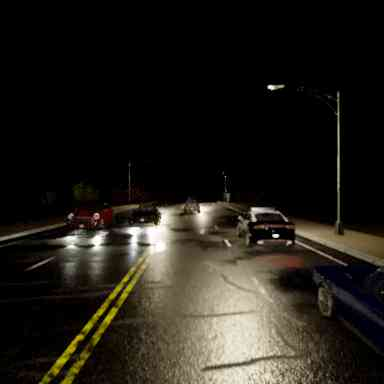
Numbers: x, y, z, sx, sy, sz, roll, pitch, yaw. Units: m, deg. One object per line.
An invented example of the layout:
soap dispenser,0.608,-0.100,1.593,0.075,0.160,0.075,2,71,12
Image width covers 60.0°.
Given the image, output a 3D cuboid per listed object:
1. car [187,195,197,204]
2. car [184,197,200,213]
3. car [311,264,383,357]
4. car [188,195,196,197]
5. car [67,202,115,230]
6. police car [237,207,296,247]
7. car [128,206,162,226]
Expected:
car,0.037,1.610,73.694,2.150,2.045,5.566,0,0,1
car,0.012,1.742,40.654,1.812,1.442,4.674,0,0,0
car,3.253,1.625,4.426,1.895,1.301,4.718,0,0,0
car,0.120,1.769,55.405,1.882,1.535,5.008,0,0,0
car,-6.585,1.471,22.113,2.097,1.767,4.553,0,0,0
police car,3.256,1.509,15.507,1.930,1.638,5.238,0,0,0
car,-3.331,1.695,24.245,1.994,1.385,4.181,0,0,0
